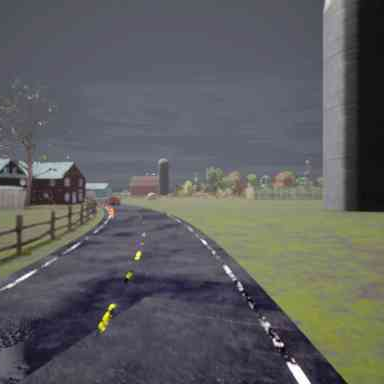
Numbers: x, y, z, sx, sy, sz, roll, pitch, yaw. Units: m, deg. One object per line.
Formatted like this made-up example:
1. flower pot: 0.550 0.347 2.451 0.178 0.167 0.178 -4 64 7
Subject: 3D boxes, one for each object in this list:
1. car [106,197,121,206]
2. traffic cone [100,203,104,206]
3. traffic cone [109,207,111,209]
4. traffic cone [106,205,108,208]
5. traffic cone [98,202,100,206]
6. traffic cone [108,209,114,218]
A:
1. car: -13.482 1.552 56.954 1.882 1.535 5.008 0 0 -23
2. traffic cone: -13.992 2.030 52.567 0.340 0.580 0.340 0 0 -21
3. traffic cone: -8.041 1.989 33.836 0.340 0.580 0.340 0 0 -14
4. traffic cone: -10.702 2.008 43.301 0.340 0.580 0.340 0 0 -18
5. traffic cone: -15.868 2.043 57.112 0.340 0.580 0.340 0 0 -23
6. traffic cone: -6.950 1.981 29.042 0.340 0.580 0.340 0 0 -12
